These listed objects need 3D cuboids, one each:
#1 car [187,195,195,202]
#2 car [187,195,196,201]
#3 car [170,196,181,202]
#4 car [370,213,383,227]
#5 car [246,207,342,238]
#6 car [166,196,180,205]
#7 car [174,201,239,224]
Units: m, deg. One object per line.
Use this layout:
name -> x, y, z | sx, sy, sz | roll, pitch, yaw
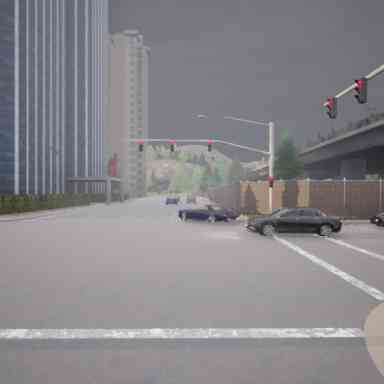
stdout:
car -> -0.163, 1.385, 73.919 | 1.812, 1.442, 4.674 | 0, 0, 0
car -> -0.140, 1.547, 63.517 | 2.033, 1.411, 5.357 | 0, 0, 0
car -> -3.662, 1.540, 74.535 | 2.033, 1.411, 5.357 | 0, 0, 0
car -> 13.689, 1.620, 21.060 | 4.181, 1.385, 1.994 | 0, 0, 0
car -> 5.297, 1.547, 17.526 | 4.892, 1.490, 1.837 | 1, 0, 0
car -> -3.532, 1.478, 59.395 | 1.882, 1.535, 5.008 | 0, 0, 0
car -> 1.113, 1.622, 24.876 | 1.895, 1.301, 4.718 | -1, 1, -44
